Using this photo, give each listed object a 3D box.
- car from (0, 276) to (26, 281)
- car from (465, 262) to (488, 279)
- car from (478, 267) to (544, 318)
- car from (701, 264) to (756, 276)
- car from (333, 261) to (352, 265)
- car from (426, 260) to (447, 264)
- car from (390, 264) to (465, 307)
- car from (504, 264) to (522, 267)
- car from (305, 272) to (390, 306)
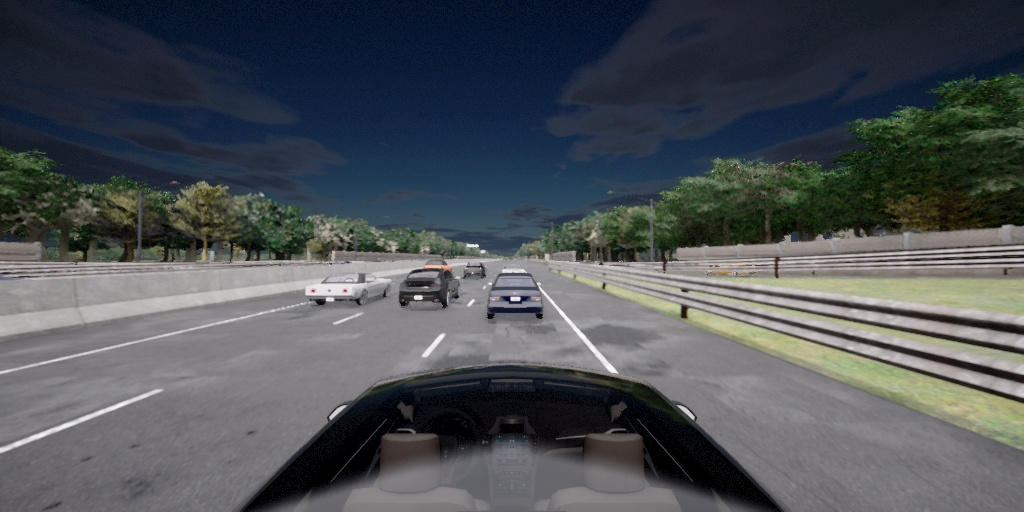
[{"bbox_3d":[-21.112,1.283,13.087,1.812,1.442,4.674,0,0,0],"label":"car"},{"bbox_3d":[-3.403,1.286,33.650,2.128,1.511,4.902,0,0,0],"label":"car"},{"bbox_3d":[0.099,1.306,13.018,2.033,1.411,5.357,0,0,0],"label":"car"},{"bbox_3d":[20.144,1.076,33.609,1.882,1.535,5.008,0,-2,-19],"label":"car"},{"bbox_3d":[-24.505,1.420,51.762,1.812,1.442,4.674,0,0,0],"label":"car"},{"bbox_3d":[-6.903,1.145,33.405,2.097,1.767,4.553,0,0,0],"label":"car"},{"bbox_3d":[-3.401,1.266,15.442,1.837,1.490,4.892,0,0,0],"label":"car"},{"bbox_3d":[0.091,1.391,32.121,1.895,1.301,4.718,0,0,0],"label":"car"},{"bbox_3d":[-6.901,1.362,15.842,1.895,1.301,4.718,0,0,0],"label":"car"}]
